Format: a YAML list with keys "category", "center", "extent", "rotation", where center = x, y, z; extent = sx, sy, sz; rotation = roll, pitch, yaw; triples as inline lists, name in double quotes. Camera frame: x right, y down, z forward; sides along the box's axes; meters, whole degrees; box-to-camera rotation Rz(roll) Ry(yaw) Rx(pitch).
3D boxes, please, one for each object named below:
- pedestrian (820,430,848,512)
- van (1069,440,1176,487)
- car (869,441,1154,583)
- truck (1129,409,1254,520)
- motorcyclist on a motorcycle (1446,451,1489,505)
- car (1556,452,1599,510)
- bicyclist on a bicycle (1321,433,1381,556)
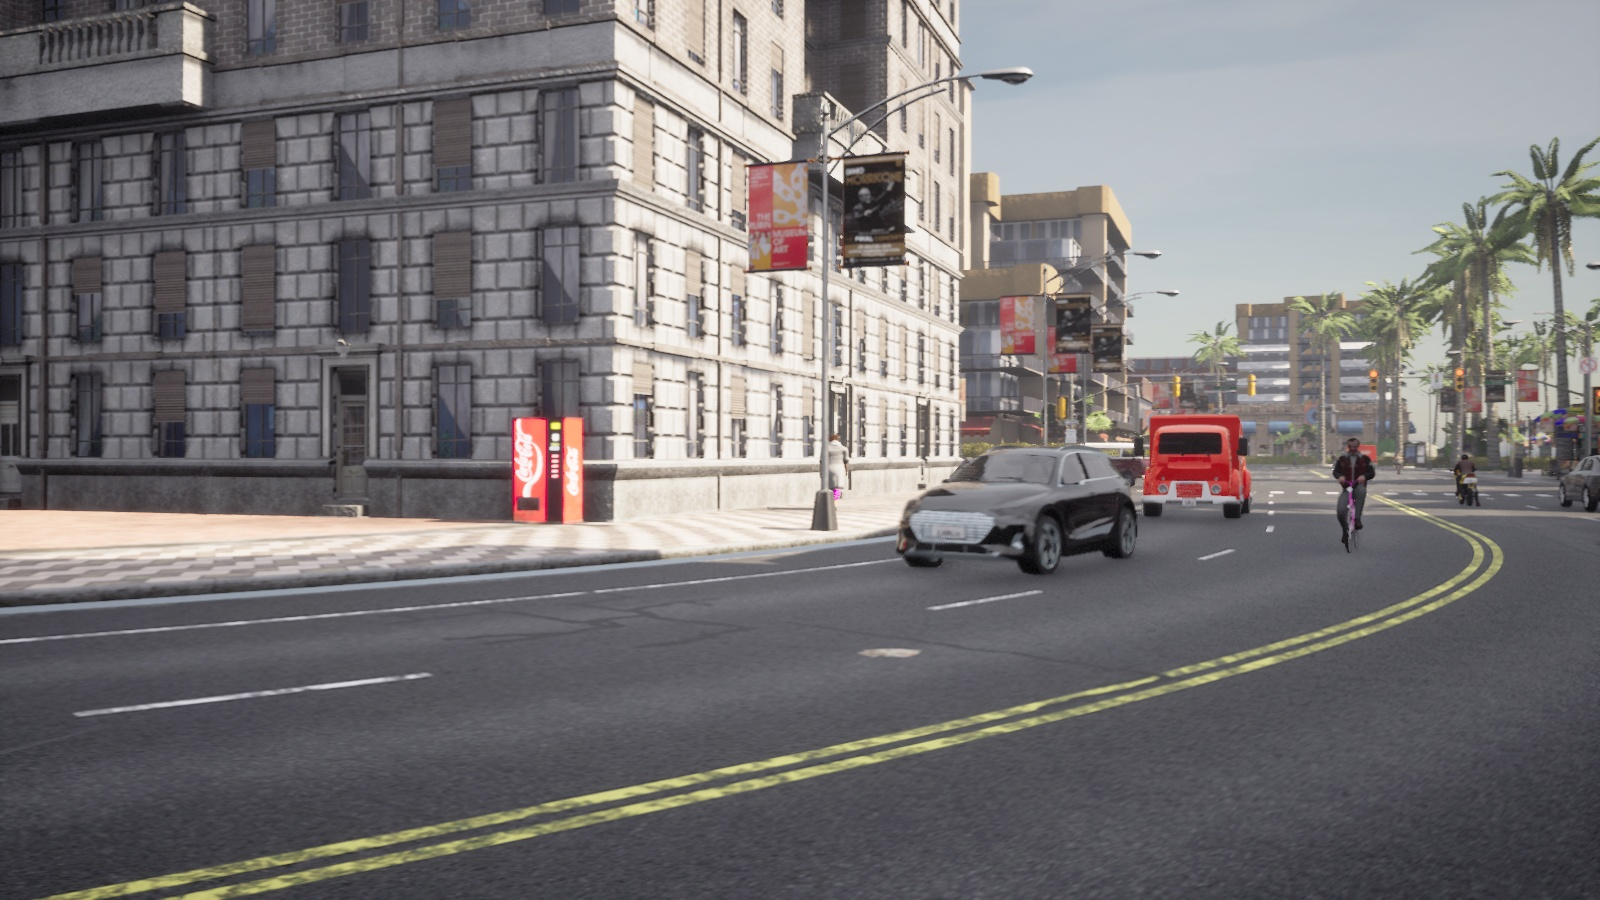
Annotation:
- category: "pedestrian"
  center: [0.814, 0.497, 30.011]
  extent: [0.659, 1.952, 0.873]
  rotation: [0, 0, 2]
- category: "van"
  center: [14.798, 0.616, 57.777]
  extent: [2.069, 2.038, 4.480]
  rotation: [1, -1, -36]
- category: "car"
  center: [3.061, 0.723, 17.194]
  extent: [2.033, 1.649, 4.856]
  rotation: [0, 0, 34]
- category: "truck"
  center: [9.714, 0.332, 30.822]
  extent: [2.627, 2.467, 5.204]
  rotation: [0, 0, 21]
- category: "motorcyclist on a motorcycle"
  center: [19.396, 0.794, 36.519]
  extent: [0.797, 1.523, 2.044]
  rotation: [0, 0, 20]
- category: "car"
  center: [22.334, 0.802, 34.477]
  extent: [1.837, 1.490, 4.892]
  rotation: [0, 0, 20]
- category: "bicyclist on a bicycle"
  center: [8.425, 0.655, 19.167]
  extent: [0.659, 1.776, 1.843]
  rotation: [-1, -1, 29]
